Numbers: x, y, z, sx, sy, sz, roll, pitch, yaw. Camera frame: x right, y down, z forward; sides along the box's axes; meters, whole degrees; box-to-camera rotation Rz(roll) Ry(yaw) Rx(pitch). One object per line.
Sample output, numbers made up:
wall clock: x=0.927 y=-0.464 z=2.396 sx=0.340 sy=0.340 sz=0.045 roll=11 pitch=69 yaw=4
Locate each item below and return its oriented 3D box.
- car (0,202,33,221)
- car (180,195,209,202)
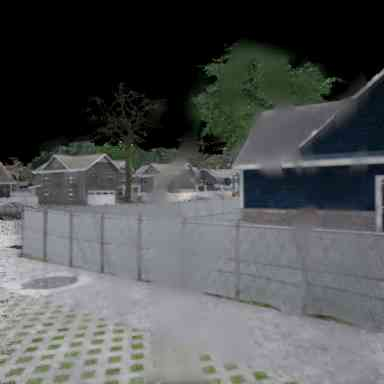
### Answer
car: x=-13.417 y=1.436 z=23.840 sx=1.994 sy=1.385 sz=4.181 roll=0 pitch=0 yaw=32
car: x=0.470 y=1.176 z=45.620 sx=2.033 sy=1.411 sz=5.357 roll=0 pitch=1 yaw=33
